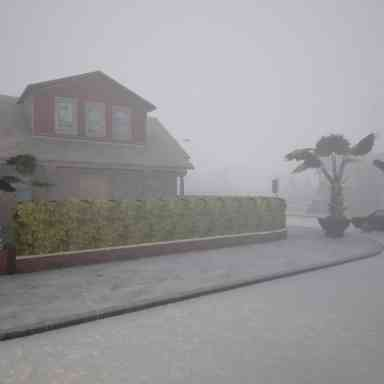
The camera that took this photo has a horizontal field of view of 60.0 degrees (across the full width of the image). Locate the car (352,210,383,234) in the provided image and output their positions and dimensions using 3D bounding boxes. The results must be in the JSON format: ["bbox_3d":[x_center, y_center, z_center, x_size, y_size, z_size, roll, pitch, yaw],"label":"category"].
[{"bbox_3d":[10.629,1.601,16.887,1.895,1.301,4.718,0,0,-18],"label":"car"}]
